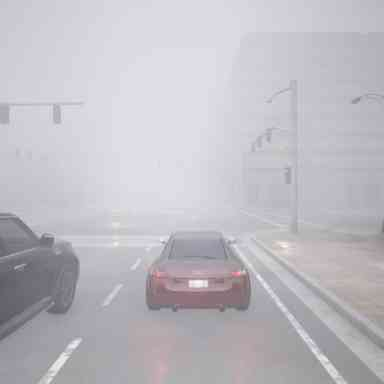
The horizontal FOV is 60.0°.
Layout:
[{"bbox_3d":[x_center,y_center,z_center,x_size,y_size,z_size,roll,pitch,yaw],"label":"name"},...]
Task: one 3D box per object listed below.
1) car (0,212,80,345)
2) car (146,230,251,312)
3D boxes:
[{"bbox_3d":[-3.394,1.222,4.460,2.150,2.045,5.566,0,0,1],"label":"car"},{"bbox_3d":[0.117,1.564,7.784,1.994,1.385,4.181,0,0,0],"label":"car"}]
